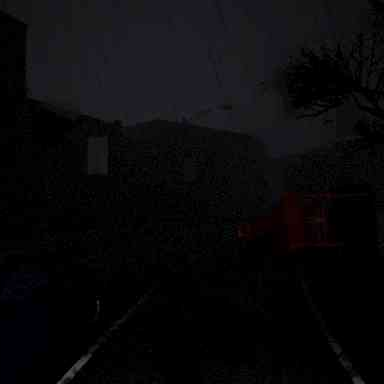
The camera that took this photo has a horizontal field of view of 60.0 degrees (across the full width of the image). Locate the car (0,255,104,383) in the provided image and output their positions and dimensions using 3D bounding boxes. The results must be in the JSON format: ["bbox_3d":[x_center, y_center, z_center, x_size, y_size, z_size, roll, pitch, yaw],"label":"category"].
[{"bbox_3d":[-2.759,1.582,4.308,1.994,1.385,4.181,0,0,8],"label":"car"}]

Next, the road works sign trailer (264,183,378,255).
[{"bbox_3d":[4.601,1.021,11.989,3.560,2.380,2.880,-6,-3,45],"label":"road works sign trailer"}]
